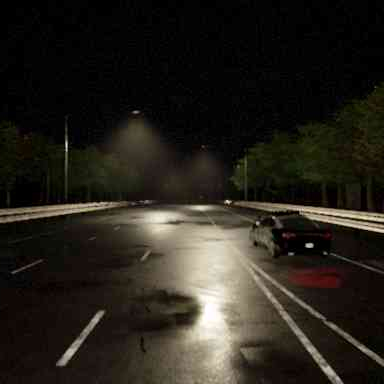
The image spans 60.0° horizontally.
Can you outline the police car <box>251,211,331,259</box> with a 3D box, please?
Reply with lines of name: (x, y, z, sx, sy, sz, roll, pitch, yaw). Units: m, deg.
police car: (3.724, 1.577, 13.475, 1.930, 1.638, 5.238, 0, -1, -3)
